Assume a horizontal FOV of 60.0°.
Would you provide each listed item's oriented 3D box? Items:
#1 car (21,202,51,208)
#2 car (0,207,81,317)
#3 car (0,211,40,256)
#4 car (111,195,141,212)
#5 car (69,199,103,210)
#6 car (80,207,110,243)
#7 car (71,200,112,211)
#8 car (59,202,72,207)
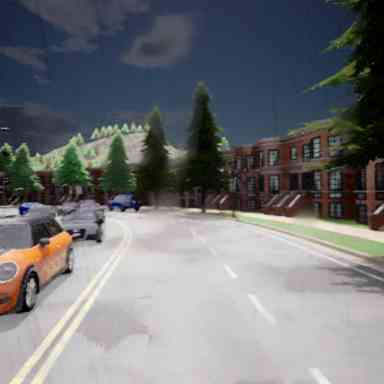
[{"bbox_3d":[-10.882,1.694,23.982,1.837,1.490,4.892,-1,0,-22],"label":"car"},{"bbox_3d":[-4.252,1.427,7.664,2.097,1.767,4.553,-1,0,-6],"label":"car"},{"bbox_3d":[-8.337,1.695,13.955,2.033,1.411,5.357,-1,0,-7],"label":"car"},{"bbox_3d":[-8.333,1.355,40.829,2.150,2.045,5.566,-1,0,-37],"label":"car"},{"bbox_3d":[-15.471,1.810,48.450,5.357,1.411,2.033,-1,0,38],"label":"car"},{"bbox_3d":[-5.308,1.654,16.240,1.994,1.385,4.181,-1,0,-10],"label":"car"},{"bbox_3d":[-7.909,1.625,25.831,2.128,1.511,4.902,-1,0,-23],"label":"car"},{"bbox_3d":[-12.728,1.781,34.894,1.994,1.385,4.181,-1,0,-35],"label":"car"}]
